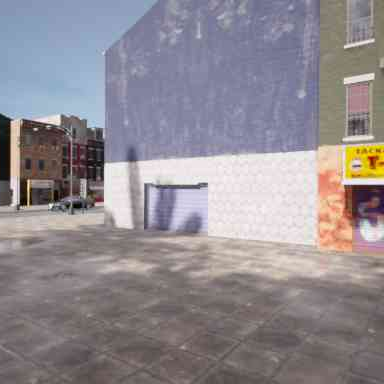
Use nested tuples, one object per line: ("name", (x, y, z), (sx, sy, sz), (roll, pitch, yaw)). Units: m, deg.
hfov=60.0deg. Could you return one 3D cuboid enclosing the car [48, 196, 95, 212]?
("car", (-12.369, 1.182, 34.426), (2.128, 1.511, 4.902), (1, 1, 36))
